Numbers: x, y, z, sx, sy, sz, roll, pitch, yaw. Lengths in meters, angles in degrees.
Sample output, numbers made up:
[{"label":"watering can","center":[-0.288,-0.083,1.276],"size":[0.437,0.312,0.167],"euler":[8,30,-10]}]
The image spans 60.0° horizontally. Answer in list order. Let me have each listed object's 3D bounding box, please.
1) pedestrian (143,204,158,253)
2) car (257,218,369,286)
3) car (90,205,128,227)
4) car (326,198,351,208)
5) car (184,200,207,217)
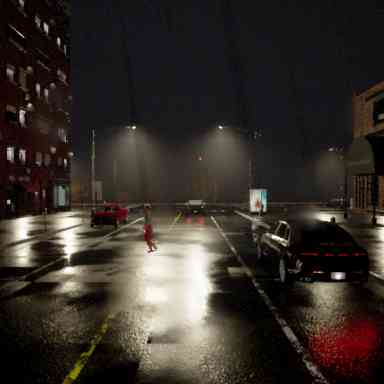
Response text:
[{"label":"pedestrian","center":[-1.561,1.291,12.111],"size":[0.375,1.860,0.375],"euler":[-1,1,-2]},{"label":"car","center":[3.080,1.503,9.380],"size":[1.837,1.490,4.892],"euler":[0,0,0]},{"label":"car","center":[-5.508,1.538,22.470],"size":[1.887,1.381,4.507],"euler":[-1,0,1]},{"label":"car","center":[20.103,1.478,44.289],"size":[4.181,1.385,1.994],"euler":[0,1,1]},{"label":"car","center":[0.337,1.482,31.040],"size":[2.128,1.511,4.902],"euler":[0,0,1]}]
